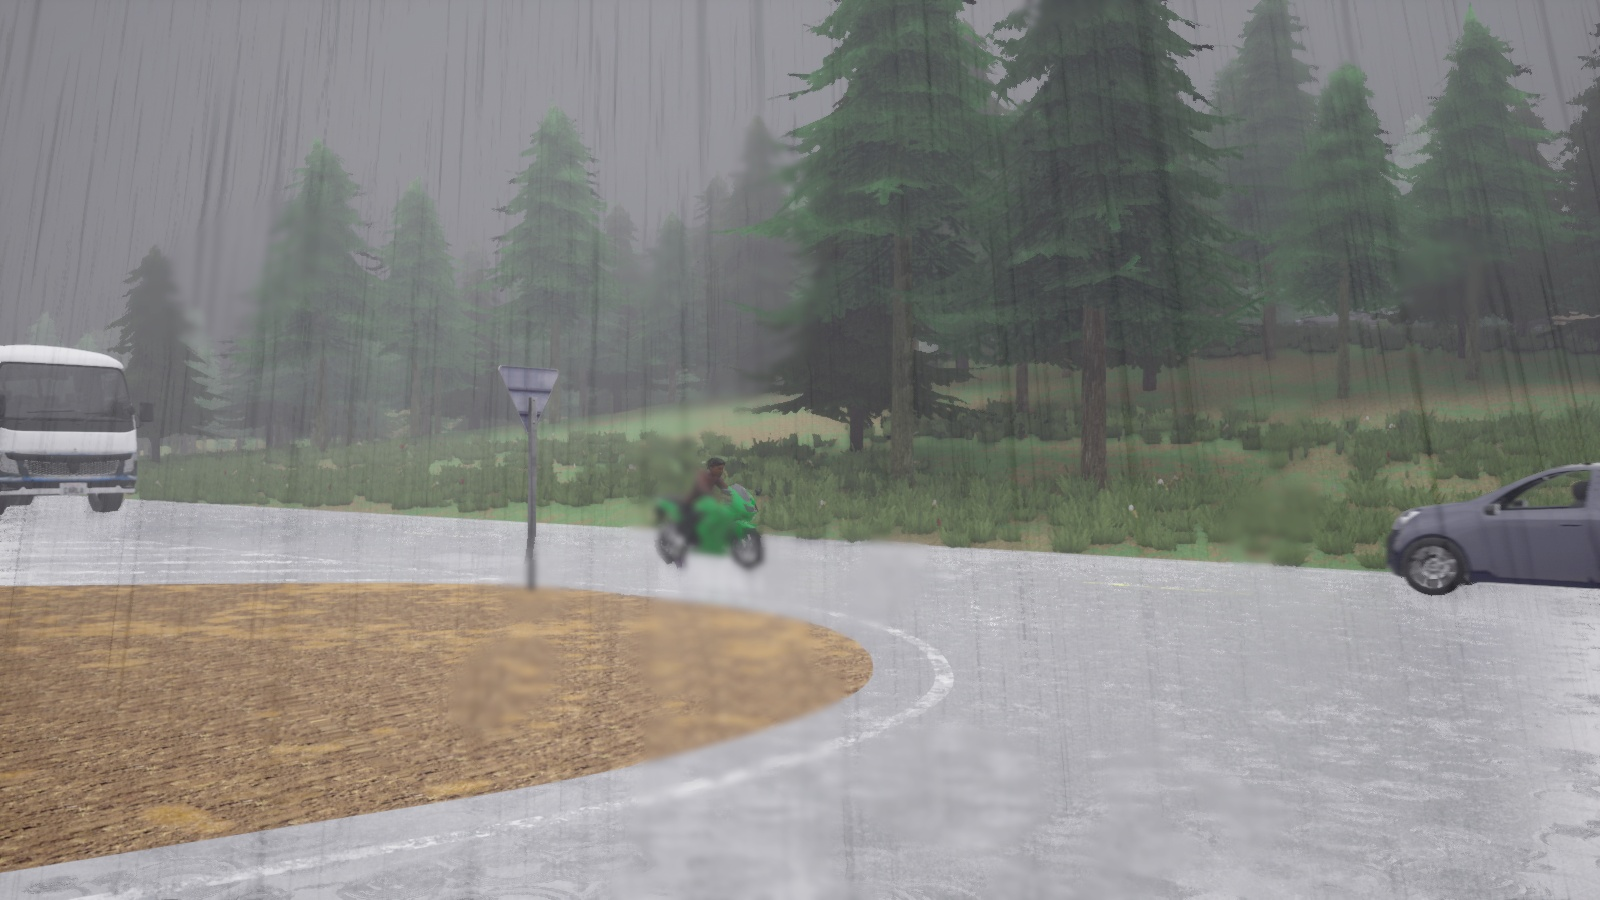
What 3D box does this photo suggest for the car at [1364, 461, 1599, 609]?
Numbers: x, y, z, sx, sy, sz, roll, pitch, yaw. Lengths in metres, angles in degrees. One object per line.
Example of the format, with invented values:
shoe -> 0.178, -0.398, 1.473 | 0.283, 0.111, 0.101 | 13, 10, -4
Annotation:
car -> 8.415, 0.884, 13.868 | 3.633, 1.501, 1.845 | 0, 0, 39

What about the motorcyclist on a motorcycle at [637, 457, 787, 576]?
motorcyclist on a motorcycle -> -1.223, 0.864, 17.152 | 2.044, 1.523, 0.797 | 0, 0, 39

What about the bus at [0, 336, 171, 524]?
bus -> -20.979, -0.439, 33.137 | 10.273, 4.253, 3.944 | 0, 0, 39

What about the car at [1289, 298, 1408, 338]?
car -> 25.955, -6.267, 59.574 | 5.027, 1.651, 2.152 | 3, 1, 23

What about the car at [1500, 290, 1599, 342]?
car -> 32.954, -5.722, 53.880 | 4.605, 1.855, 1.932 | 5, 1, 12
